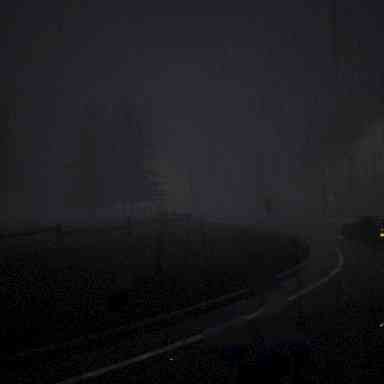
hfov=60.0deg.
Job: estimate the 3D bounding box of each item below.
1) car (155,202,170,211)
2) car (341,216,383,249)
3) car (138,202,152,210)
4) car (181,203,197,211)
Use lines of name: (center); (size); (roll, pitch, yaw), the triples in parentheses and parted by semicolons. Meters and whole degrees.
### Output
car: (-7.042, 3.535, 82.622); (2.150, 2.045, 5.566); (0, -2, -18)
car: (8.878, 1.837, 15.983); (2.033, 1.411, 5.357); (-1, -2, 7)
car: (-11.636, 3.687, 85.538); (2.150, 2.045, 5.566); (0, -2, -18)
car: (-0.385, 3.478, 73.200); (1.812, 1.442, 4.674); (0, -2, -18)
